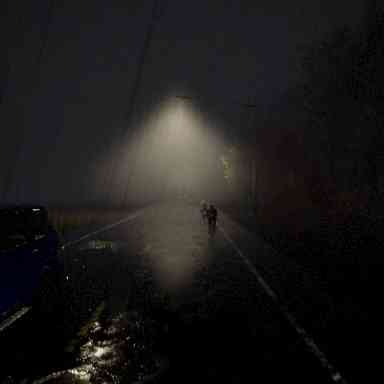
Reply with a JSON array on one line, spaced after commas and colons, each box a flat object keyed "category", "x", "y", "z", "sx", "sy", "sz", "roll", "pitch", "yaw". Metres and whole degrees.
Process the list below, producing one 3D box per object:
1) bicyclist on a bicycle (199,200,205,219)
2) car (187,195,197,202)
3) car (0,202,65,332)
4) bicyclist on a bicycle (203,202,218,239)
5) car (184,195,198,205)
[{"category": "bicyclist on a bicycle", "x": 0.930, "y": 1.384, "z": 25.746, "sx": 0.866, "sy": 1.612, "sz": 1.509, "roll": 0, "pitch": 0, "yaw": 0}, {"category": "car", "x": 0.007, "y": 1.404, "z": 73.642, "sx": 1.994, "sy": 1.385, "sz": 4.181, "roll": 0, "pitch": 0, "yaw": 0}, {"category": "car", "x": -3.600, "y": 1.212, "z": 4.415, "sx": 2.150, "sy": 2.045, "sz": 5.566, "roll": 0, "pitch": 0, "yaw": 0}, {"category": "bicyclist on a bicycle", "x": 0.964, "y": 1.421, "z": 15.767, "sx": 0.582, "sy": 1.620, "sz": 1.656, "roll": 0, "pitch": 0, "yaw": 0}, {"category": "car", "x": 0.104, "y": 1.363, "z": 56.823, "sx": 1.882, "sy": 1.535, "sz": 5.008, "roll": 0, "pitch": 0, "yaw": 0}]
